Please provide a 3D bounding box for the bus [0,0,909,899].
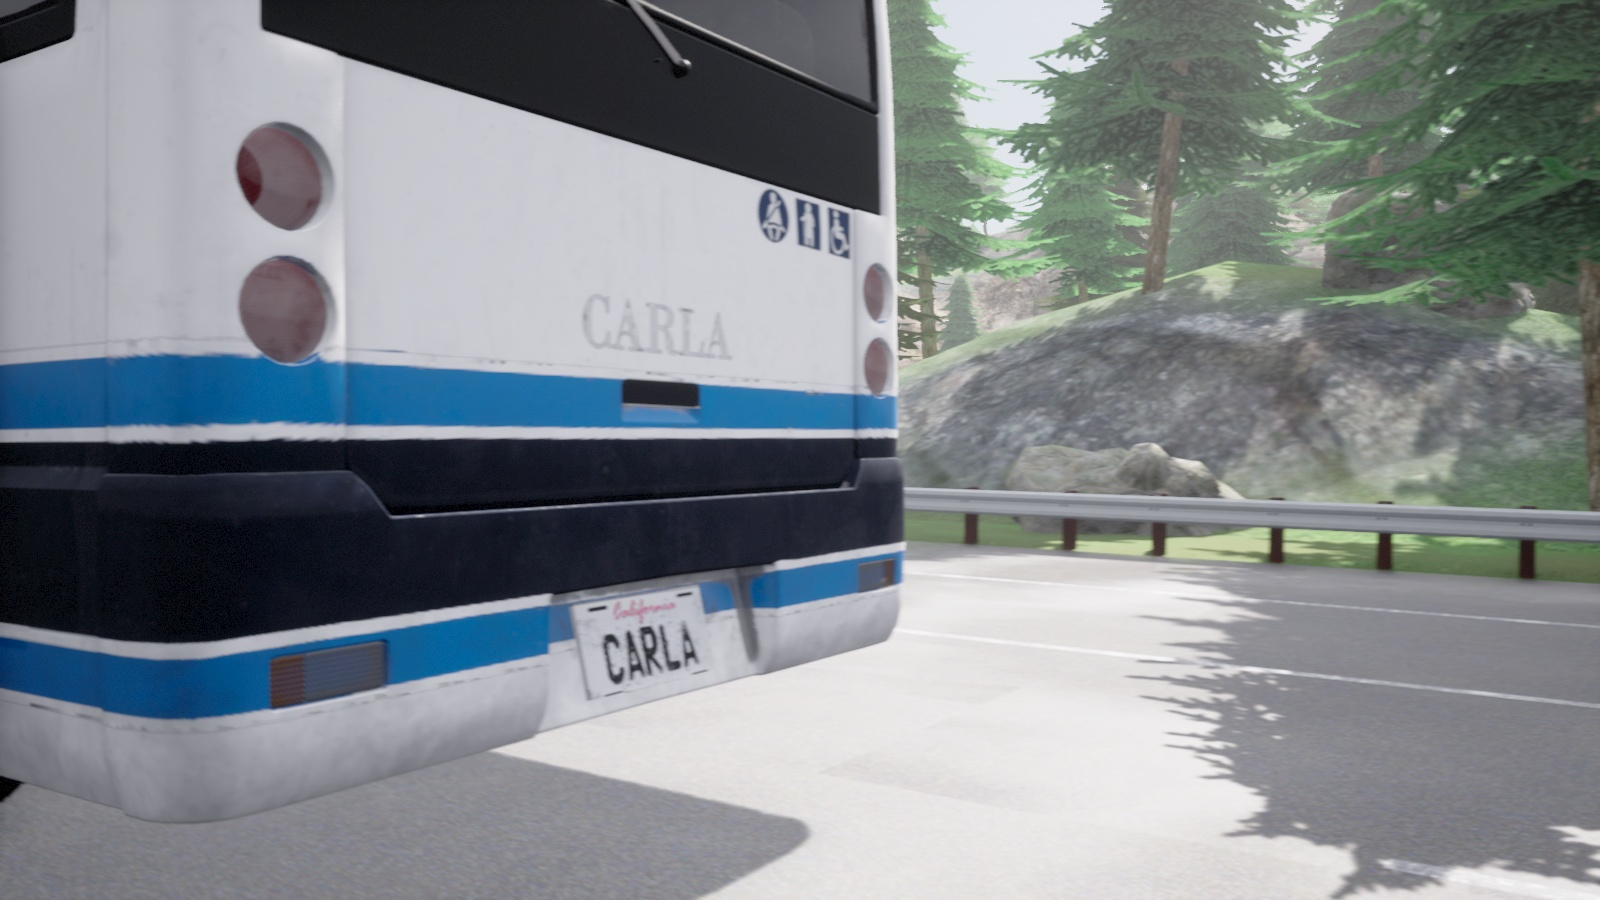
[{"bbox_3d":[-4.926,-0.693,6.881,10.273,4.253,3.944,-1,0,33],"label":"bus"}]
